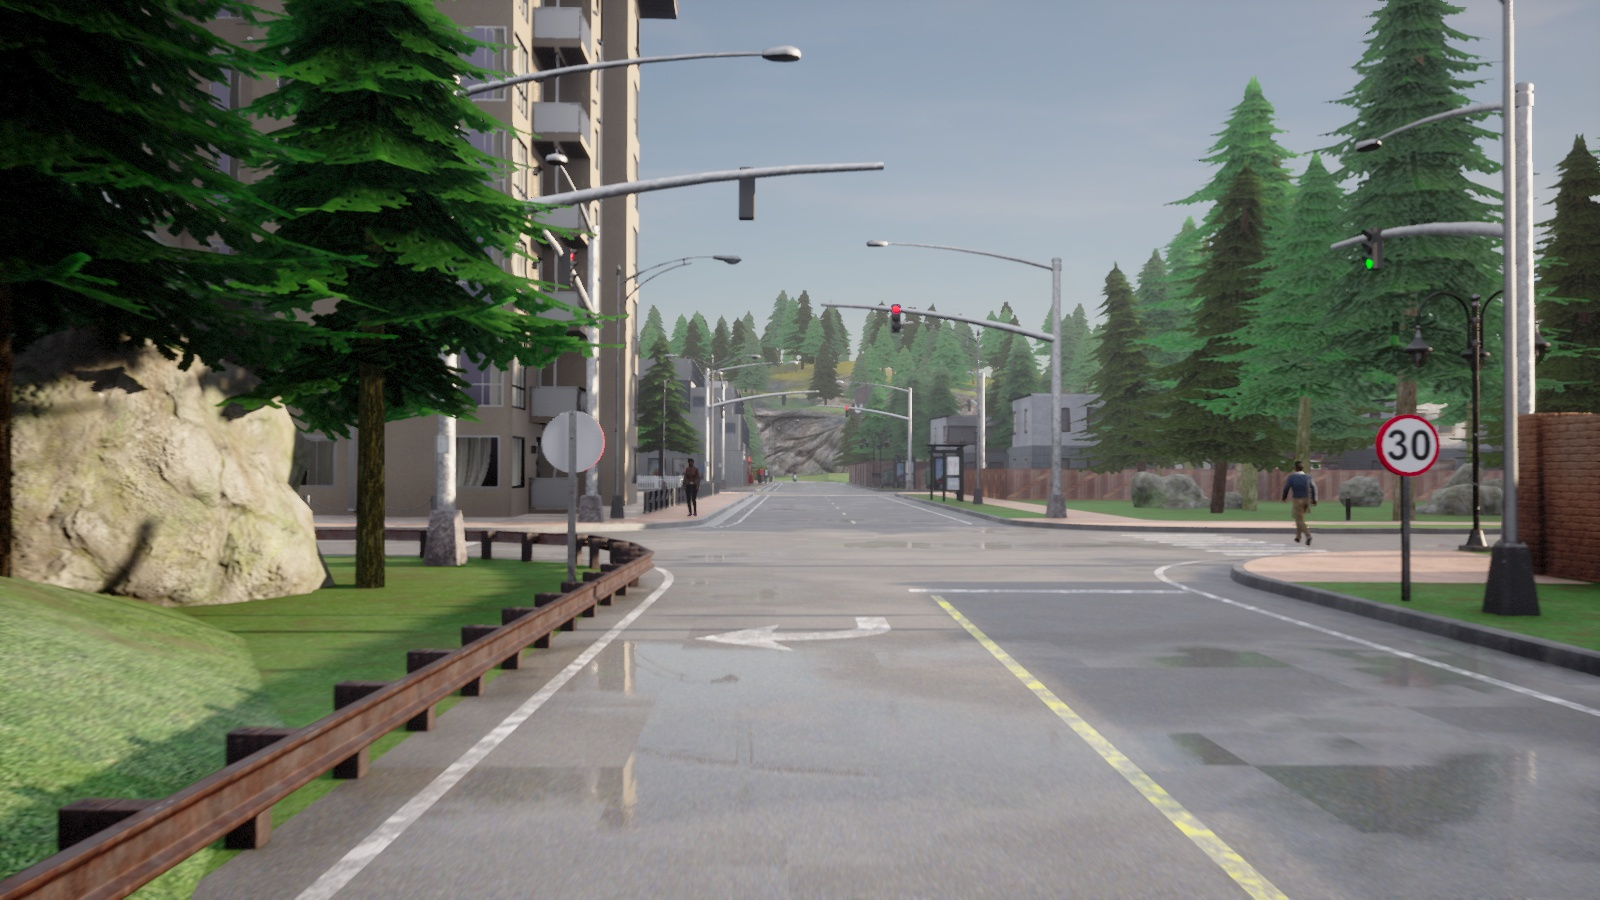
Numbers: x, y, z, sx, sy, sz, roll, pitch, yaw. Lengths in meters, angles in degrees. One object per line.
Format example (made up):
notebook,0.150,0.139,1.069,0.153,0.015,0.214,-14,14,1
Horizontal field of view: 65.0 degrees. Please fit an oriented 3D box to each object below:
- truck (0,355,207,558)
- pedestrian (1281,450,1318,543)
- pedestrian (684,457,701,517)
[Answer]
truck,-16.769,0.152,25.050,8.468,3.827,2.891,0,-1,-1
pedestrian,10.678,0.992,26.858,0.423,1.949,0.788,0,-1,-2
pedestrian,-3.297,1.134,38.523,0.328,1.805,0.869,0,-1,8
